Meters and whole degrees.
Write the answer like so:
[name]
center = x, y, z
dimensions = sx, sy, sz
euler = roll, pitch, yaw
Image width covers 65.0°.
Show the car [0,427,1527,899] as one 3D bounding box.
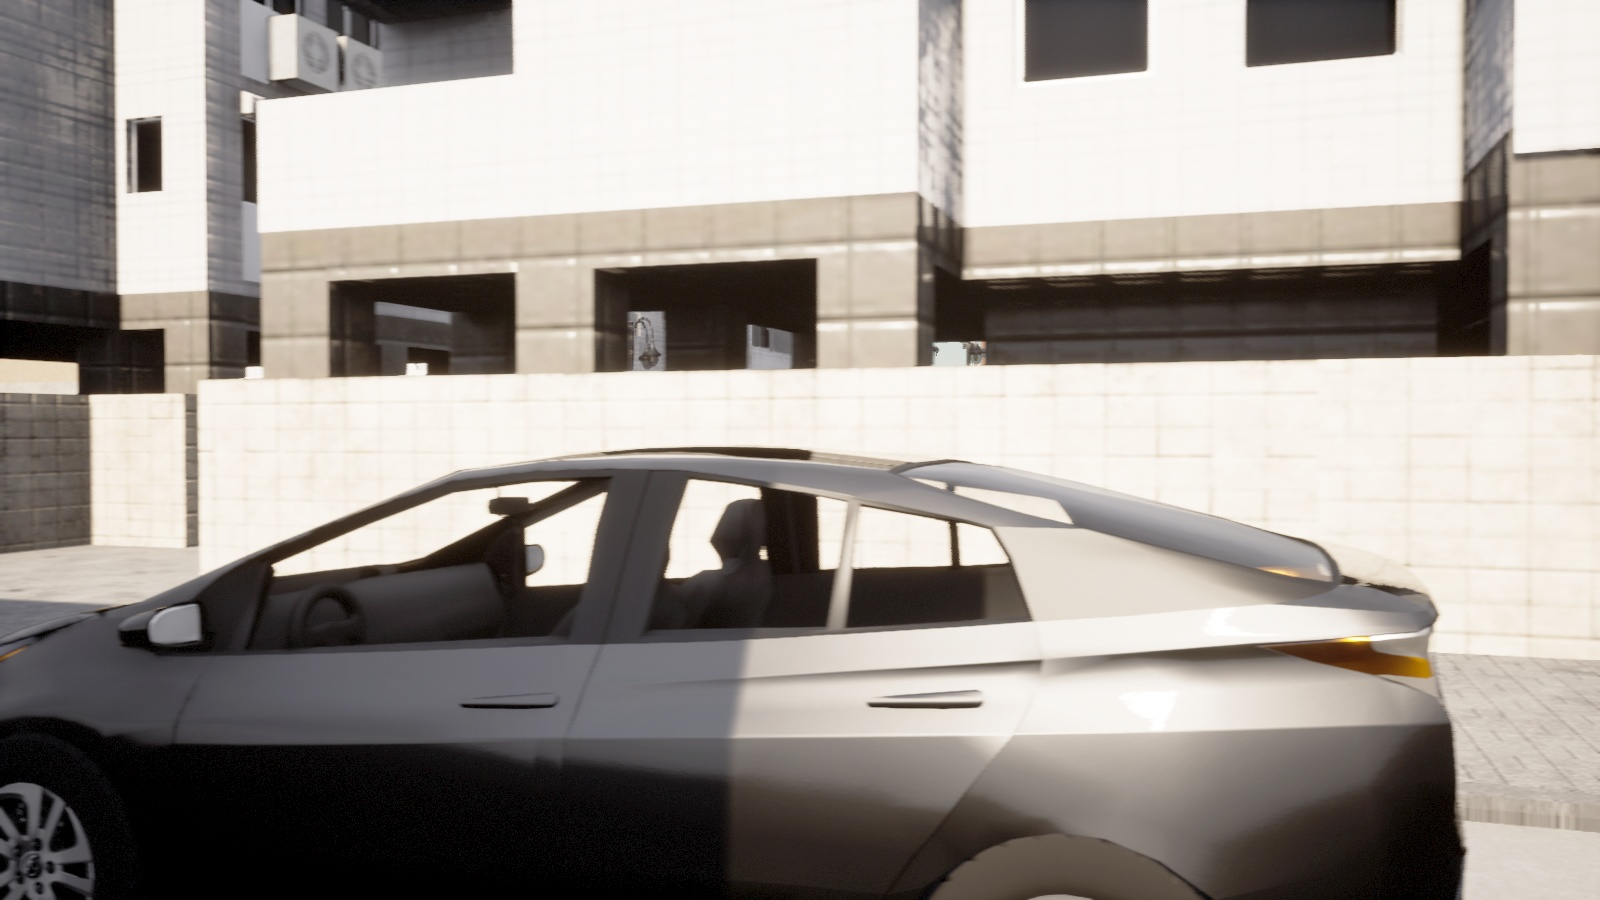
[car]
center = -0.540, 0.704, 3.902
dimensions = 4.514, 1.525, 2.007
euler = 1, 1, 19
